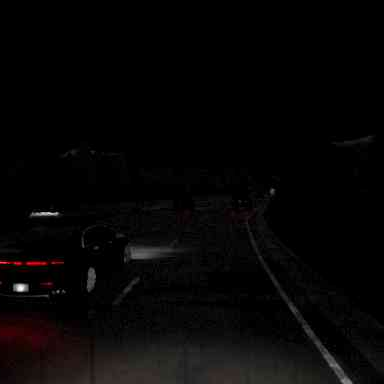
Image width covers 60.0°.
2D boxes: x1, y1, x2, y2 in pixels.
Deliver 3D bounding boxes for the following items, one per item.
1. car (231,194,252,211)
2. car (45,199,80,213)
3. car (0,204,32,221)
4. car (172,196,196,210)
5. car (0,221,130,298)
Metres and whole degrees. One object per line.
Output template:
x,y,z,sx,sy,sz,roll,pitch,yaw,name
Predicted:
6.194,1.200,41.116,2.150,2.045,5.566,0,0,14,car
-14.210,1.514,36.712,1.994,1.385,4.181,0,0,15,car
-14.246,1.560,24.445,1.895,1.301,4.718,0,0,18,car
-0.901,1.320,41.490,2.097,1.767,4.553,0,0,14,car
-2.957,1.494,8.488,1.837,1.490,4.892,0,0,4,car
